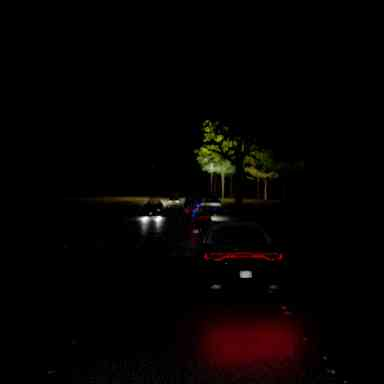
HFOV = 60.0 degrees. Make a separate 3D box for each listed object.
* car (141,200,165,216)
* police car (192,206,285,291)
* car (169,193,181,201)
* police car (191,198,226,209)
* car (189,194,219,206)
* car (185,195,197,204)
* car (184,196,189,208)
[{"bbox_3d":[-3.627,1.483,31.763,2.033,1.411,5.357,0,0,0],"label":"car"},{"bbox_3d":[1.066,1.422,9.169,1.930,1.638,5.238,0,0,0],"label":"police car"},{"bbox_3d":[-3.936,1.065,73.293,2.097,1.767,4.553,0,0,-1],"label":"car"},{"bbox_3d":[1.064,1.404,19.175,1.930,1.638,5.238,0,0,0],"label":"police car"},{"bbox_3d":[1.050,1.185,25.098,2.150,2.045,5.566,0,0,0],"label":"car"},{"bbox_3d":[-0.256,1.343,60.179,2.033,1.411,5.357,0,0,-1],"label":"car"},{"bbox_3d":[-0.089,1.360,45.563,2.128,1.511,4.902,0,0,0],"label":"car"}]
